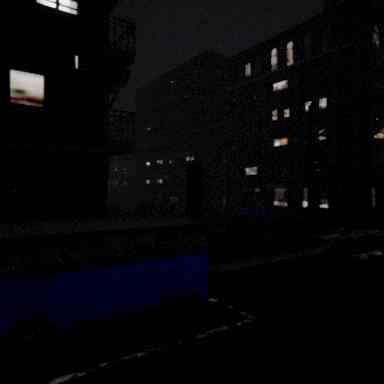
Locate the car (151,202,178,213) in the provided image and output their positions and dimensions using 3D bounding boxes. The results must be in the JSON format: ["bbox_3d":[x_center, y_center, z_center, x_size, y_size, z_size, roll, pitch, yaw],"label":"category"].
[{"bbox_3d":[-4.068,2.214,48.635,1.947,1.339,4.313,-1,0,-36],"label":"car"}]

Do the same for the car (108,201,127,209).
[{"bbox_3d":[-14.065,2.457,62.504,1.752,1.417,4.829,-1,0,-36],"label":"car"}]

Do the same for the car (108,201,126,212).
[{"bbox_3d":[-10.815,2.068,43.774,1.967,1.590,4.097,-1,0,-36],"label":"car"}]

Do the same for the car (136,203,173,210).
[{"bbox_3d":[-4.218,1.882,34.620,1.967,1.590,4.097,-1,0,-36],"label":"car"}]

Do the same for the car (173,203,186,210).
[{"bbox_3d":[-0.869,2.083,44.196,1.752,1.417,4.829,-1,0,-36],"label":"car"}]

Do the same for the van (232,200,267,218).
[{"bbox_3d":[5.962,1.711,35.004,1.690,1.788,3.998,-1,0,-36],"label":"van"}]

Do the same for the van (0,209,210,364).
[{"bbox_3d":[-1.583,1.338,5.566,3.998,1.788,1.690,0,0,-36],"label":"van"}]
